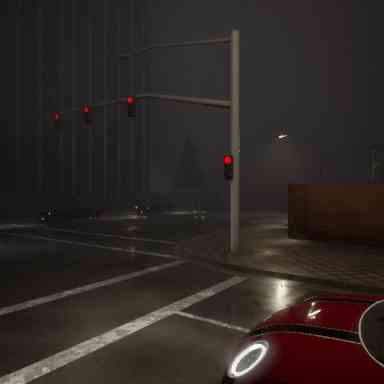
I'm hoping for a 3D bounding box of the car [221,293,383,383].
[{"bbox_3d":[2.429,1.352,2.225,4.553,1.767,2.097,0,0,36],"label":"car"}]

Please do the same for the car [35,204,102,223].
[{"bbox_3d":[-9.341,1.601,25.468,1.895,1.301,4.718,0,0,35],"label":"car"}]

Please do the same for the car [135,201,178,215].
[{"bbox_3d":[-3.560,1.601,33.624,1.895,1.301,4.718,0,0,35],"label":"car"}]

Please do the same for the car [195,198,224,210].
[{"bbox_3d":[2.283,1.491,41.835,2.128,1.511,4.902,0,0,36],"label":"car"}]
